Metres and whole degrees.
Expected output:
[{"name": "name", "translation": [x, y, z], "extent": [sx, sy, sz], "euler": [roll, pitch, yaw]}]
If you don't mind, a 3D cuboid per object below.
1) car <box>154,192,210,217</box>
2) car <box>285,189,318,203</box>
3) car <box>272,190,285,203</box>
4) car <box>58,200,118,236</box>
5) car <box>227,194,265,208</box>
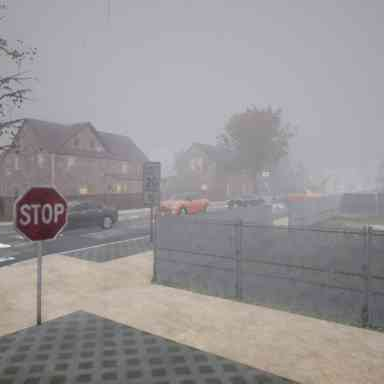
[{"name": "car", "translation": [-0.617, 0.824, 23.698], "extent": [2.097, 1.767, 4.553], "euler": [1, 2, 35]}, {"name": "car", "translation": [12.423, 0.439, 36.938], "extent": [2.097, 1.767, 4.553], "euler": [1, 2, 35]}, {"name": "car", "translation": [11.309, 0.484, 40.394], "extent": [2.128, 1.511, 4.902], "euler": [1, 2, 36]}, {"name": "car", "translation": [-5.849, 1.189, 16.349], "extent": [1.837, 1.490, 4.892], "euler": [1, 2, 36]}, {"name": "car", "translation": [5.213, 0.837, 31.886], "extent": [1.895, 1.301, 4.718], "euler": [1, 2, 35]}]
